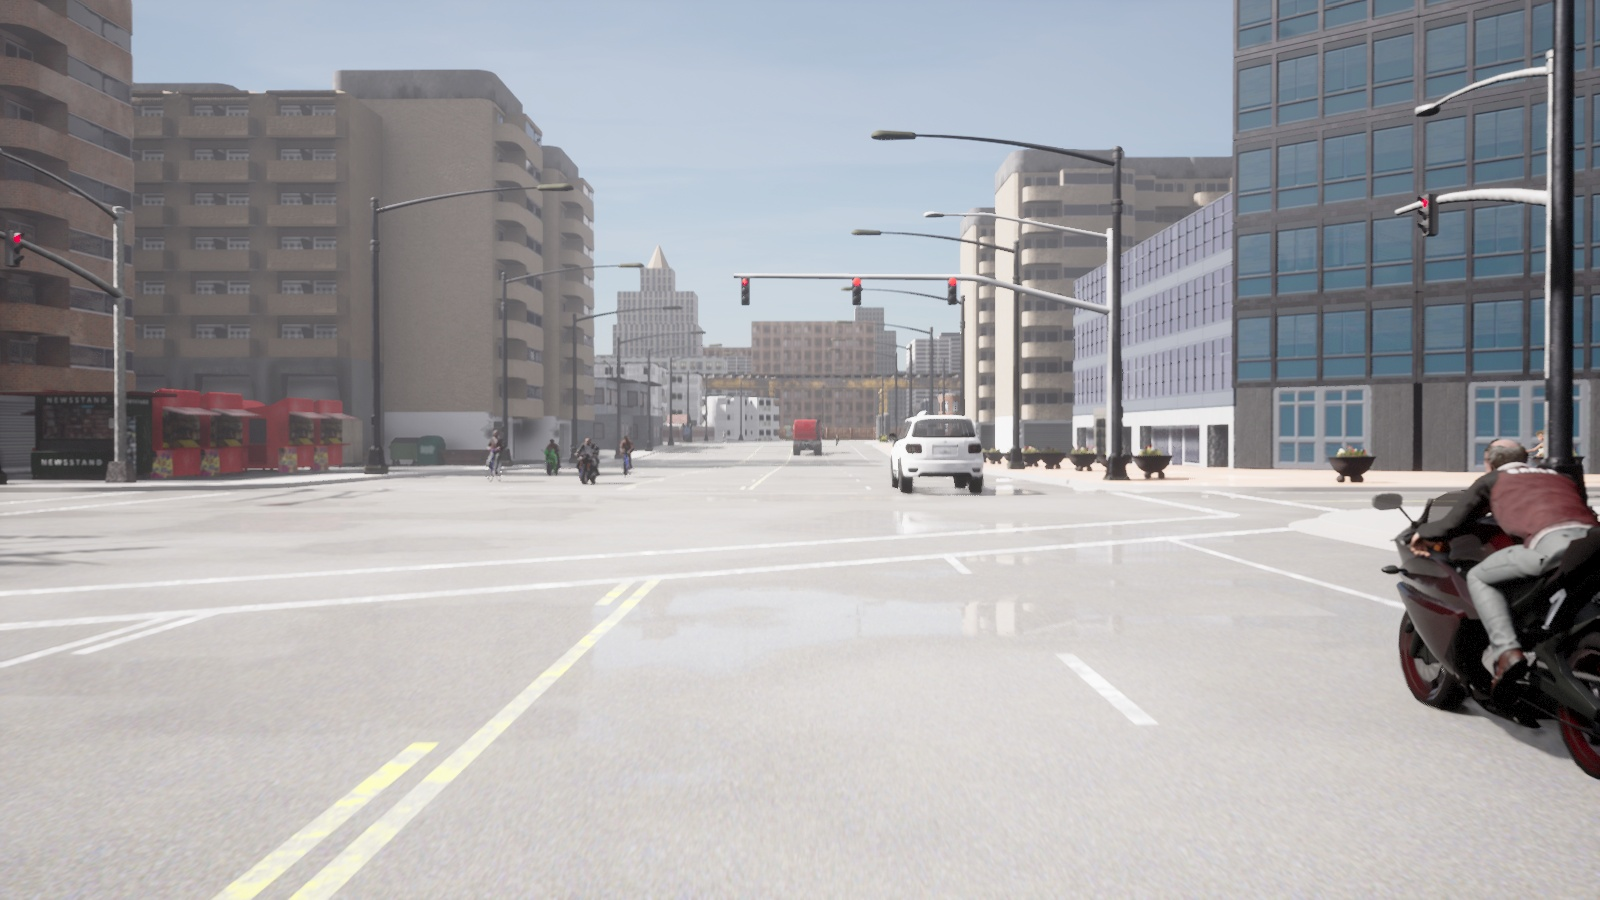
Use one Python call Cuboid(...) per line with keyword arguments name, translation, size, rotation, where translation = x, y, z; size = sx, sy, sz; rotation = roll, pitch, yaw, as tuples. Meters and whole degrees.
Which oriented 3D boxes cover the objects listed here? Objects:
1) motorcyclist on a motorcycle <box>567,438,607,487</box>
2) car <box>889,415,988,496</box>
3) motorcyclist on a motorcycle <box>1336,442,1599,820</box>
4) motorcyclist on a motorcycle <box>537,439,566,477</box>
Cuboid(name="motorcyclist on a motorcycle", translation=(-6.757, 0.390, 39.960), size=(0.866, 1.530, 2.191), rotation=(0, 0, 0))
Cuboid(name="car", translation=(3.712, 0.117, 34.607), size=(2.150, 2.045, 5.566), rotation=(0, 1, 0))
Cuboid(name="motorcyclist on a motorcycle", translation=(3.552, 0.733, 6.211), size=(0.866, 1.530, 2.191), rotation=(0, 1, 0))
Cuboid(name="motorcyclist on a motorcycle", translation=(-10.191, 0.304, 51.561), size=(0.797, 1.523, 2.044), rotation=(0, 0, 0))
